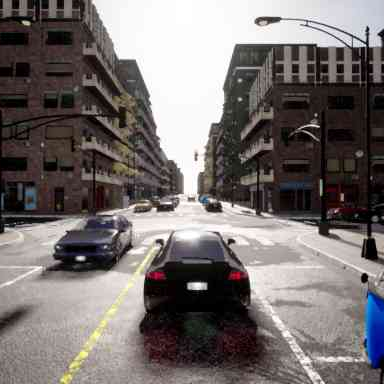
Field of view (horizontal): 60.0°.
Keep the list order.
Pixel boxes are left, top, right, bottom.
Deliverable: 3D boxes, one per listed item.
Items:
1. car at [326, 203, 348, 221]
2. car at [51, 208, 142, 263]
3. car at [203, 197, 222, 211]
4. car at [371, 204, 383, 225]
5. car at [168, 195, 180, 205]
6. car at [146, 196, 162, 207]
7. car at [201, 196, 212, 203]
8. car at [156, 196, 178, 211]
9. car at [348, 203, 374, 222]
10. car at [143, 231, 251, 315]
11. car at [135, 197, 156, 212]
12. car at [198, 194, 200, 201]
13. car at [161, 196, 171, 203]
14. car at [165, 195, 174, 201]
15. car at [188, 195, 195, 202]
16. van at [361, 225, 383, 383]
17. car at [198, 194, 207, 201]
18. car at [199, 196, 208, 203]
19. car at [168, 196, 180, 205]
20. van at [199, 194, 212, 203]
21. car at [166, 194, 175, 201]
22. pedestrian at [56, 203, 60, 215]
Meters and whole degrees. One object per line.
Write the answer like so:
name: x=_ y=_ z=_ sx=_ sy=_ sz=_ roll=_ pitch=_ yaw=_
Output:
car: x=13.595 y=1.609 z=28.189 sx=4.097 sy=1.590 sz=1.967 roll=0 pitch=-1 yaw=1
car: x=-3.327 y=1.552 z=12.347 sx=2.033 sy=1.411 sz=5.357 roll=0 pitch=0 yaw=-2
car: x=2.636 y=1.581 z=39.986 sx=1.947 sy=1.339 sz=4.313 roll=1 pitch=0 yaw=0
car: x=13.505 y=1.583 z=19.808 sx=4.313 sy=1.339 sz=1.947 roll=0 pitch=-1 yaw=1
car: x=-3.180 y=1.497 z=49.683 sx=1.882 sy=1.535 sz=5.008 roll=0 pitch=0 yaw=0
car: x=-5.761 y=1.460 z=51.257 sx=1.967 sy=1.590 sz=4.097 roll=1 pitch=0 yaw=0
car: x=2.626 y=1.568 z=45.628 sx=2.008 sy=1.369 sz=4.403 roll=1 pitch=0 yaw=0
car: x=-3.168 y=1.579 z=40.966 sx=1.994 sy=1.385 sz=4.181 roll=0 pitch=0 yaw=0
car: x=15.065 y=1.635 z=25.581 sx=4.892 sy=1.490 sz=1.837 roll=0 pitch=-1 yaw=0
car: x=0.088 y=1.566 z=7.642 sx=1.994 sy=1.385 sz=4.181 roll=0 pitch=0 yaw=0
car: x=-5.743 y=1.541 z=39.801 sx=1.752 sy=1.417 sz=4.829 roll=1 pitch=0 yaw=0
car: x=2.589 y=1.555 z=68.369 sx=1.752 sy=1.417 sz=4.829 roll=1 pitch=0 yaw=0
car: x=-5.801 y=1.577 z=73.827 sx=1.887 sy=1.381 sz=4.507 roll=1 pitch=0 yaw=0
car: x=-5.820 y=1.590 z=85.112 sx=2.008 sy=1.369 sz=4.403 roll=1 pitch=0 yaw=0
car: x=-0.135 y=1.562 z=80.516 sx=2.128 sy=1.511 sz=4.902 roll=0 pitch=0 yaw=0
van: x=2.671 y=1.342 z=2.039 sx=1.690 sy=1.788 sz=3.998 roll=1 pitch=0 yaw=0
car: x=2.564 y=1.354 z=85.126 sx=2.192 sy=1.841 sz=5.009 roll=1 pitch=0 yaw=0
car: x=2.578 y=1.614 z=73.841 sx=1.802 sy=1.307 sz=4.206 roll=1 pitch=0 yaw=0
car: x=-3.170 y=1.502 z=60.059 sx=1.882 sy=1.535 sz=5.008 roll=0 pitch=0 yaw=0
van: x=2.611 y=1.364 z=56.913 sx=1.690 sy=1.788 sz=3.998 roll=1 pitch=0 yaw=0
car: x=-5.828 y=1.483 z=90.756 sx=1.967 sy=1.590 sz=4.097 roll=1 pitch=0 yaw=0
pedestrian: x=-12.592 y=1.598 z=31.395 sx=0.500 sy=1.100 sz=0.500 roll=0 pitch=-1 yaw=1
